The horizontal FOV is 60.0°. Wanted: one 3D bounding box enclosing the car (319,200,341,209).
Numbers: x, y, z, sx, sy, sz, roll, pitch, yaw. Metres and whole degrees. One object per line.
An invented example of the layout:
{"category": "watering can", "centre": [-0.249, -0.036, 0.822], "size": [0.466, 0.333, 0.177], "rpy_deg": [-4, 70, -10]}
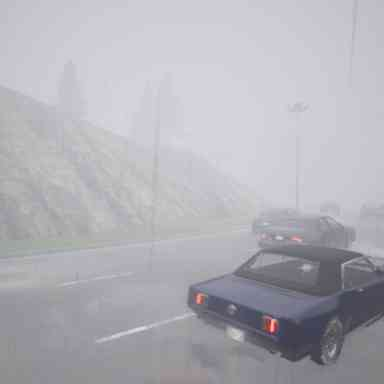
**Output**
{"category": "car", "centre": [14.450, 1.611, 34.901], "size": [1.837, 1.490, 4.892], "rpy_deg": [0, -1, 22]}

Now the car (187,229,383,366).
{"category": "car", "centre": [2.274, 1.619, 5.883], "size": [4.718, 1.301, 1.895], "rpy_deg": [0, 0, -40]}

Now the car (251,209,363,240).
{"category": "car", "centre": [4.617, 1.586, 12.897], "size": [2.033, 1.411, 5.357], "rpy_deg": [0, 0, 43]}

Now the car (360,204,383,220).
{"category": "car", "centre": [15.819, 1.698, 29.194], "size": [1.895, 1.301, 4.718], "rpy_deg": [0, 0, 26]}

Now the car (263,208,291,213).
{"category": "car", "centre": [5.071, 1.618, 18.850], "size": [1.994, 1.385, 4.181], "rpy_deg": [0, 0, 39]}
